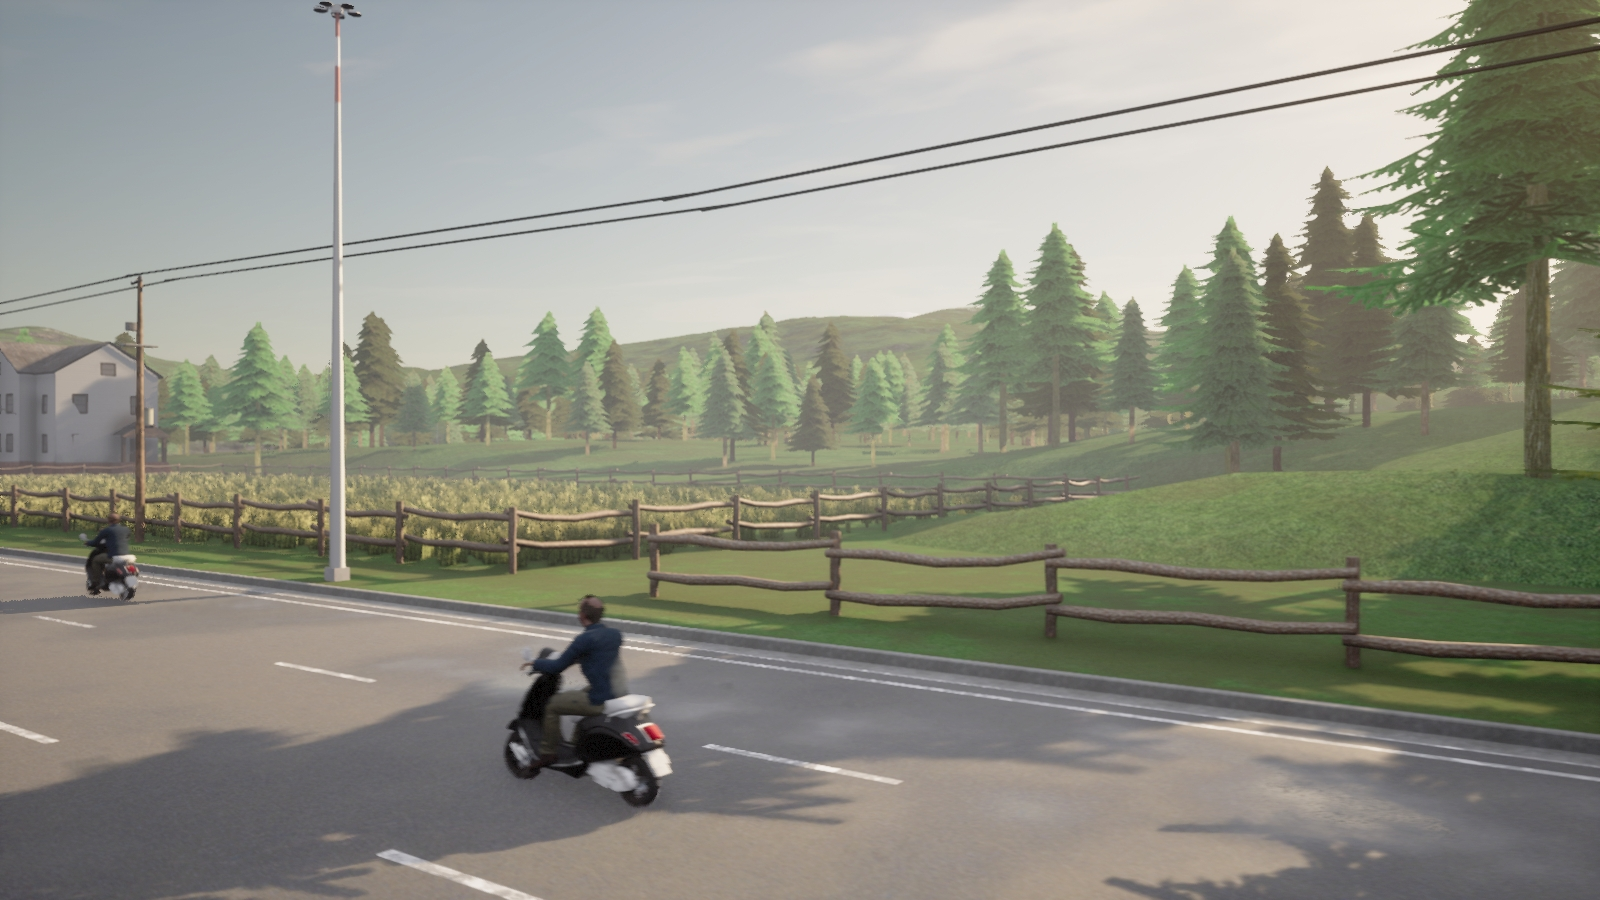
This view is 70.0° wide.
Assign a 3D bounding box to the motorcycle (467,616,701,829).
[{"bbox_3d":[-1.777,2.138,9.301,1.805,1.316,0.856,0,0,35],"label":"motorcycle"}]

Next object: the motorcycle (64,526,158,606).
[{"bbox_3d":[-12.880,2.130,21.349,1.805,1.316,0.856,0,0,35],"label":"motorcycle"}]
